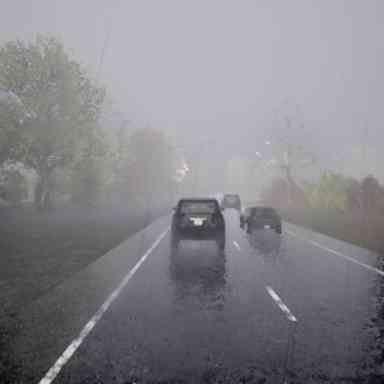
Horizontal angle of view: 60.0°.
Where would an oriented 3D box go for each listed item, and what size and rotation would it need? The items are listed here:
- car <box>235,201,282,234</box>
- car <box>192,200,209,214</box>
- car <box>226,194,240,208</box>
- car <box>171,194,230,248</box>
[{"bbox_3d":[3.881,1.531,19.401,1.837,1.490,4.892,0,0,1],"label":"car"},{"bbox_3d":[0.998,1.644,37.583,1.895,1.301,4.718,0,0,2],"label":"car"},{"bbox_3d":[4.612,1.270,40.055,2.150,2.045,5.566,0,0,3],"label":"car"},{"bbox_3d":[0.279,1.238,14.937,2.150,2.045,5.566,0,0,1],"label":"car"}]
